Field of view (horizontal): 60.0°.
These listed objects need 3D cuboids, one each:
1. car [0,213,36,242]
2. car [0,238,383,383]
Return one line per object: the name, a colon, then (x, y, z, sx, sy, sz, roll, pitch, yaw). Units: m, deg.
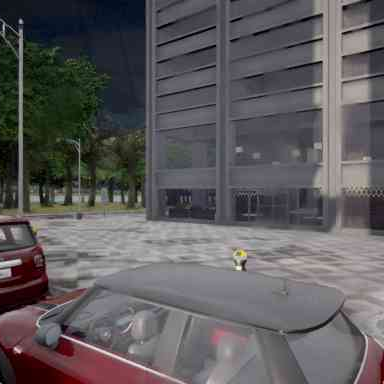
car: (-4.800, 1.315, 6.382, 5.009, 1.841, 2.192, 0, 0, 35)
car: (-0.371, 1.440, 3.227, 4.097, 1.590, 1.967, 0, 0, 35)
